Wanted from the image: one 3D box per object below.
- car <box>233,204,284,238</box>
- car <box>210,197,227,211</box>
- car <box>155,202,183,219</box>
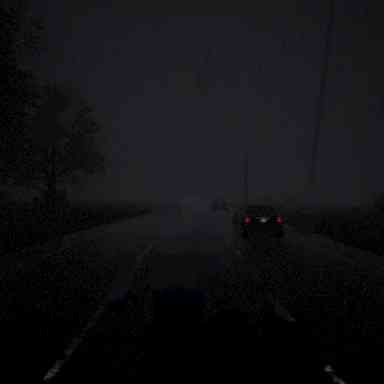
[{"bbox_3d":[3.497,1.418,18.338,2.097,1.767,4.553,0,0,0],"label":"car"},{"bbox_3d":[3.488,1.511,44.420,2.097,1.767,4.553,0,0,0],"label":"car"},{"bbox_3d":[-2.067,1.638,30.948,1.812,1.442,4.674,0,0,7],"label":"car"}]
